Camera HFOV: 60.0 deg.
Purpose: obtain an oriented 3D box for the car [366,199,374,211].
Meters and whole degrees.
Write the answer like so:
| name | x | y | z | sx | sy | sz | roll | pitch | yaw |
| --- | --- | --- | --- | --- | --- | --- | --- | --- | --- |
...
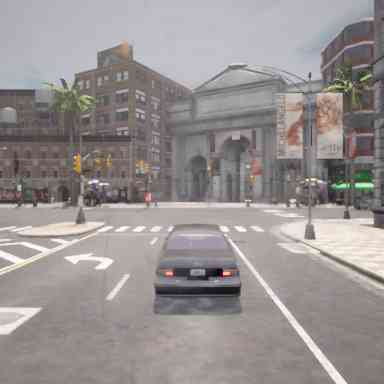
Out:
| name | x | y | z | sx | sy | sz | roll | pitch | yaw |
| --- | --- | --- | --- | --- | --- | --- | --- | --- | --- |
| car | 22.707 | 1.524 | 37.445 | 4.674 | 1.442 | 1.812 | 0 | 0 | 1 |

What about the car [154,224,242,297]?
| name | x | y | z | sx | sy | sz | roll | pitch | yaw |
| --- | --- | --- | --- | --- | --- | --- | --- | --- | --- |
| car | 0.111 | 1.547 | 8.720 | 2.033 | 1.411 | 5.357 | 0 | 0 | 0 |

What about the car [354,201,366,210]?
| name | x | y | z | sx | sy | sz | roll | pitch | yaw |
| --- | --- | --- | --- | --- | --- | --- | --- | --- | --- |
| car | 22.280 | 1.562 | 40.944 | 4.181 | 1.385 | 1.994 | 0 | 0 | 0 |
